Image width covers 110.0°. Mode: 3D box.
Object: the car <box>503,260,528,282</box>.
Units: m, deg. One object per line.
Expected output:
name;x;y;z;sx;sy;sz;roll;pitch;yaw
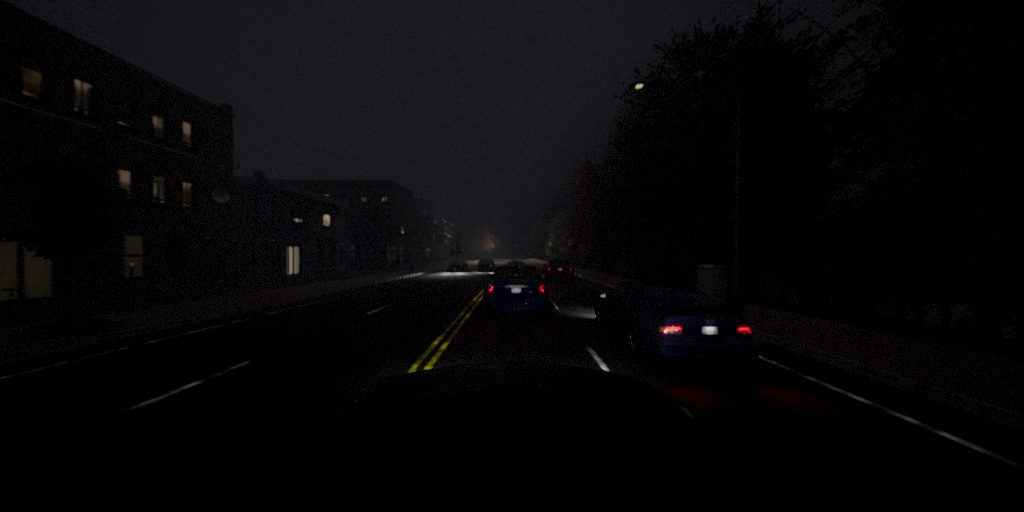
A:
car;0.269;1.138;28.617;1.837;1.490;4.892;0;0;1

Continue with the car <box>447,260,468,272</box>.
car;-6.314;1.144;42.049;1.895;1.301;4.718;0;0;1

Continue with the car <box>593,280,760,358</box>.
car;3.354;1.284;8.534;2.033;1.411;5.357;0;0;1

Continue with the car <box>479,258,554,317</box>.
car;0.154;1.053;13.033;2.097;1.767;4.553;0;0;1

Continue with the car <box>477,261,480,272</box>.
car;-3.054;1.032;42.838;1.882;1.535;5.008;0;0;1

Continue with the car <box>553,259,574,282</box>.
car;3.513;1.003;28.027;2.097;1.767;4.553;0;0;1
